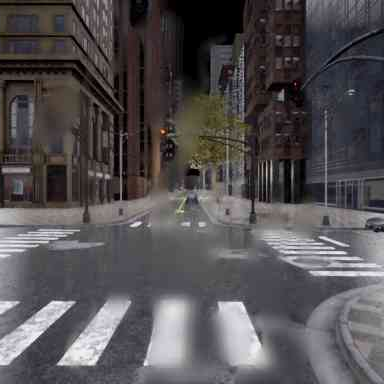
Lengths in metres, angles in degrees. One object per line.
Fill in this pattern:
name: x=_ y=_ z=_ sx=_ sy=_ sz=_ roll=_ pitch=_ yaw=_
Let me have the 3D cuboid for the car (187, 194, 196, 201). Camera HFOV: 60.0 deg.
car: x=-0.056 y=1.109 z=70.708 sx=1.812 sy=1.442 sz=4.674 roll=0 pitch=1 yaw=0

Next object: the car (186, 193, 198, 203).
car: x=0.014 y=1.043 z=60.745 sx=2.097 sy=1.767 sz=4.553 roll=0 pitch=1 yaw=0

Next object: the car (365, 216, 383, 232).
car: x=11.907 y=1.631 z=18.324 sx=4.403 sy=1.369 sz=2.008 roll=0 pitch=0 yaw=0
